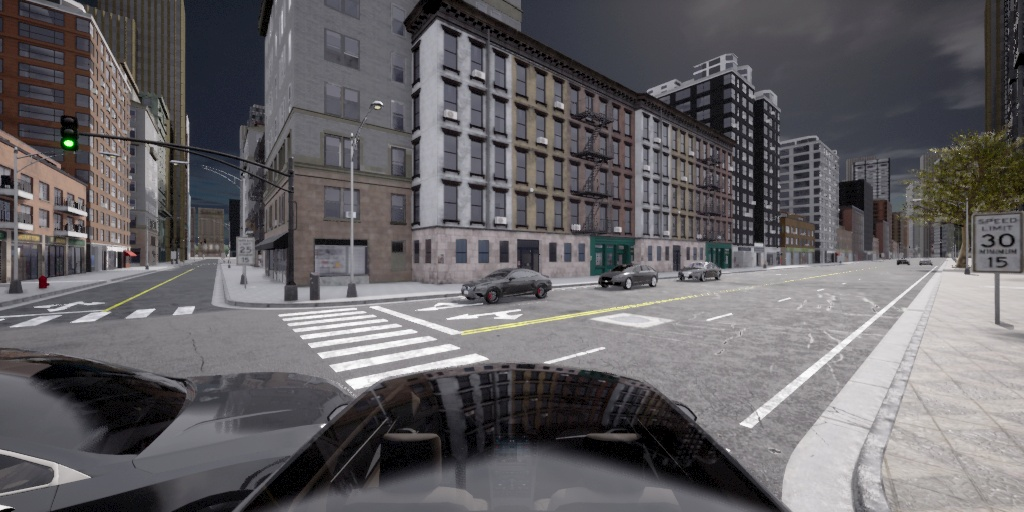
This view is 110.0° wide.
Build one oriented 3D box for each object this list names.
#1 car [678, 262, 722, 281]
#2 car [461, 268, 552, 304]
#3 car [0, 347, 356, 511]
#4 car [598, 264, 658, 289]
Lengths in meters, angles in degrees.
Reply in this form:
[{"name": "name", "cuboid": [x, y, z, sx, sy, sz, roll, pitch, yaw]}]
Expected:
[{"name": "car", "cuboid": [15.484, 1.234, 29.476, 4.902, 1.511, 2.128, 0, 0, -39]}, {"name": "car", "cuboid": [-0.140, 1.286, 16.686, 4.674, 1.442, 1.812, 0, 0, -39]}, {"name": "car", "cuboid": [-3.233, 1.257, 1.695, 4.892, 1.490, 1.837, 0, 0, -35]}, {"name": "car", "cuboid": [7.513, 1.257, 22.957, 4.892, 1.490, 1.837, 0, 0, -39]}]
